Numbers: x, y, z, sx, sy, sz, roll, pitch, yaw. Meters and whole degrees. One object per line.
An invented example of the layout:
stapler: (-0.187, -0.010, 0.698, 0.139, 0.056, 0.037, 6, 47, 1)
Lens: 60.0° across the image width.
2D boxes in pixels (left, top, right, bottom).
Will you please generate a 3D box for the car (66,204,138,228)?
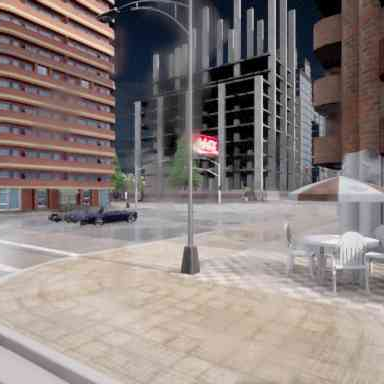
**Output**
car: (-5.967, 1.662, 23.120, 1.895, 1.301, 4.718, 0, 0, 35)

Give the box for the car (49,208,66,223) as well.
car: (-8.763, 1.626, 25.627, 1.994, 1.385, 4.181, 0, 0, 36)
